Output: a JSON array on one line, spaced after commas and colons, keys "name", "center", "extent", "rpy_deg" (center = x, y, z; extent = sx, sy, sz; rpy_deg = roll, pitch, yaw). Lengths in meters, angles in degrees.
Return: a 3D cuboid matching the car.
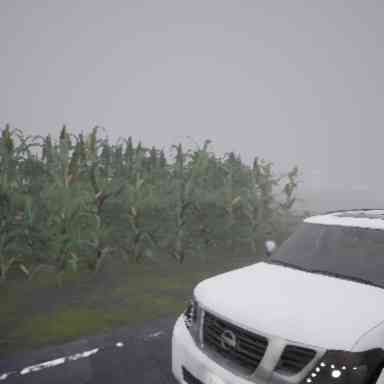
[{"name": "car", "center": [2.446, 1.282, 4.387], "extent": [5.566, 2.045, 2.150], "rpy_deg": [1, -1, -36]}]
